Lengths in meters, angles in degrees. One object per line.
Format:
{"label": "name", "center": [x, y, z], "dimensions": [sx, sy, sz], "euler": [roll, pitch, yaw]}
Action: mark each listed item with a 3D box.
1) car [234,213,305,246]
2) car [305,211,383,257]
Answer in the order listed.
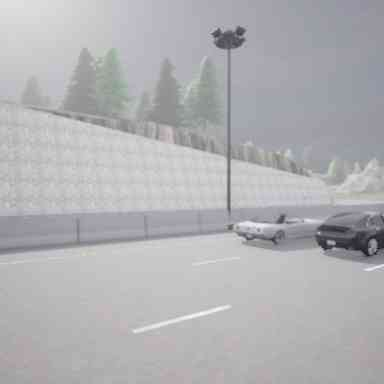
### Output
{"label": "car", "center": [4.284, 1.608, 15.472], "dimensions": [4.718, 1.301, 1.895], "euler": [0, 0, -35]}
{"label": "car", "center": [6.832, 1.514, 12.984], "dimensions": [4.892, 1.490, 1.837], "euler": [0, 0, -35]}
